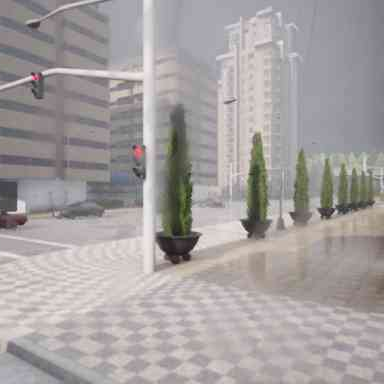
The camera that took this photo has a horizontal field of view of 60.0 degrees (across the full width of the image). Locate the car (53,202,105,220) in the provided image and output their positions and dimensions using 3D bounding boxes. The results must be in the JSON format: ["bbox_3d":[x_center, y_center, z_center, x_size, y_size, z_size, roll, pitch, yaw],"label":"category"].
[{"bbox_3d":[-9.673,1.584,28.785,1.812,1.442,4.674,0,0,34],"label":"car"}]

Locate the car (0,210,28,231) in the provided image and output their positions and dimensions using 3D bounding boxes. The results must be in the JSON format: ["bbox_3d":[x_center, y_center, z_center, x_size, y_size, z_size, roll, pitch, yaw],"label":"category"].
[{"bbox_3d":[-12.149,1.659,19.038,1.895,1.301,4.718,0,0,34],"label":"car"}]

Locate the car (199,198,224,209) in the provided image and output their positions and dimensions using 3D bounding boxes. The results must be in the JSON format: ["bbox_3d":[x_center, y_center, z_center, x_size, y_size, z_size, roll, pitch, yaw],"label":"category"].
[{"bbox_3d":[2.803,1.584,46.922,1.812,1.442,4.674,0,0,35],"label":"car"}]
